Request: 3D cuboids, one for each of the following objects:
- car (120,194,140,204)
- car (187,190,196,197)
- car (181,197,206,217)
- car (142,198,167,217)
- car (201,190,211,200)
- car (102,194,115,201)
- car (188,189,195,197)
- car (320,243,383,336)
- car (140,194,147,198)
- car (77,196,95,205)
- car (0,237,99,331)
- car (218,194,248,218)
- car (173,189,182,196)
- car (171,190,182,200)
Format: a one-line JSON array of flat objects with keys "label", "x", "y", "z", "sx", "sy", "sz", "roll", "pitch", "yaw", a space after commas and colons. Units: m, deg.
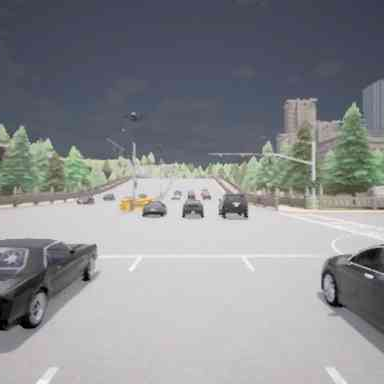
[{"label": "car", "x": -10.580, "y": 1.395, "z": 55.254, "sx": 2.128, "sy": 1.511, "sz": 4.902, "roll": 0, "pitch": 0, "yaw": 0}, {"label": "car", "x": -0.122, "y": 0.894, "z": 74.780, "sx": 1.882, "sy": 1.535, "sz": 5.008, "roll": 0, "pitch": 3, "yaw": 0}, {"label": "car", "x": 0.091, "y": 1.452, "z": 30.558, "sx": 1.837, "sy": 1.490, "sz": 4.892, "roll": 0, "pitch": 0, "yaw": 0}, {"label": "car", "x": -3.410, "y": 1.510, "z": 31.063, "sx": 1.994, "sy": 1.385, "sz": 4.181, "roll": 0, "pitch": 0, "yaw": 0}, {"label": "car", "x": 3.378, "y": 0.940, "z": 74.803, "sx": 1.812, "sy": 1.442, "sz": 4.674, "roll": 0, "pitch": 3, "yaw": 0}, {"label": "car", "x": -17.598, "y": 1.127, "z": 70.561, "sx": 1.837, "sy": 1.490, "sz": 4.892, "roll": 0, "pitch": 2, "yaw": 0}, {"label": "car", "x": -0.180, "y": 0.133, "z": 84.799, "sx": 1.812, "sy": 1.442, "sz": 4.674, "roll": 0, "pitch": 7, "yaw": 0}, {"label": "car", "x": 3.574, "y": 1.495, "z": 5.044, "sx": 1.837, "sy": 1.490, "sz": 4.892, "roll": 0, "pitch": 0, "yaw": 0}, {"label": "car", "x": -10.599, "y": 1.124, "z": 70.688, "sx": 1.837, "sy": 1.490, "sz": 4.892, "roll": 0, "pitch": 2, "yaw": 0}, {"label": "car", "x": -17.574, "y": 1.395, "z": 55.140, "sx": 2.128, "sy": 1.511, "sz": 4.902, "roll": 0, "pitch": 0, "yaw": 0}, {"label": "car", "x": -3.418, "y": 1.589, "z": 6.842, "sx": 1.895, "sy": 1.301, "sz": 4.718, "roll": 0, "pitch": 0, "yaw": 0}, {"label": "car", "x": 3.592, "y": 1.170, "z": 29.537, "sx": 2.150, "sy": 2.045, "sz": 5.566, "roll": 0, "pitch": 0, "yaw": 0}, {"label": "car", "x": -3.680, "y": 0.161, "z": 84.782, "sx": 1.994, "sy": 1.385, "sz": 4.181, "roll": 0, "pitch": 7, "yaw": 0}, {"label": "car", "x": -3.622, "y": 1.010, "z": 74.797, "sx": 1.895, "sy": 1.301, "sz": 4.718, "roll": 0, "pitch": 3, "yaw": 0}]
